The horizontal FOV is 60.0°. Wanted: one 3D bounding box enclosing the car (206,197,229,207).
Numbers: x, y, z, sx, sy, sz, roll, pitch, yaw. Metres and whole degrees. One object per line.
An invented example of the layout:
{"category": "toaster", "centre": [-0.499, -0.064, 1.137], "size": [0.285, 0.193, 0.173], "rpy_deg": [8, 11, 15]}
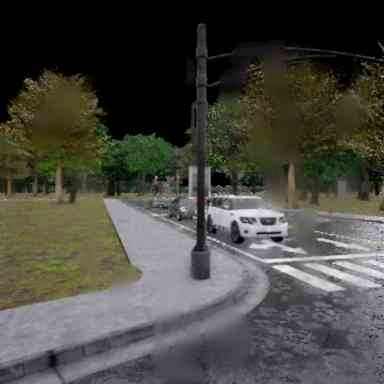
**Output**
{"category": "car", "centre": [3.630, 1.430, 48.225], "size": [1.895, 1.301, 4.718], "rpy_deg": [0, 0, -15]}

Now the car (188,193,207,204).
{"category": "car", "centre": [0.978, 1.128, 57.809], "size": [2.097, 1.767, 4.553], "rpy_deg": [0, 0, -15]}

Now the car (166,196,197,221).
{"category": "car", "centre": [-0.376, 1.231, 25.784], "size": [2.097, 1.767, 4.553], "rpy_deg": [0, 0, -15]}

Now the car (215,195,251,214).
{"category": "car", "centre": [4.156, 1.228, 34.535], "size": [2.097, 1.767, 4.553], "rpy_deg": [0, 0, -15]}

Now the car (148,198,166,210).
{"category": "car", "centre": [-3.977, 1.385, 38.853], "size": [1.994, 1.385, 4.181], "rpy_deg": [0, 0, -15]}

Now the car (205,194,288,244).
{"category": "car", "centre": [2.359, 1.142, 15.906], "size": [2.150, 2.045, 5.566], "rpy_deg": [0, 0, -15]}

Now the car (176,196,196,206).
{"category": "car", "centre": [-1.010, 1.333, 53.024], "size": [2.033, 1.411, 5.357], "rpy_deg": [0, 0, -15]}
